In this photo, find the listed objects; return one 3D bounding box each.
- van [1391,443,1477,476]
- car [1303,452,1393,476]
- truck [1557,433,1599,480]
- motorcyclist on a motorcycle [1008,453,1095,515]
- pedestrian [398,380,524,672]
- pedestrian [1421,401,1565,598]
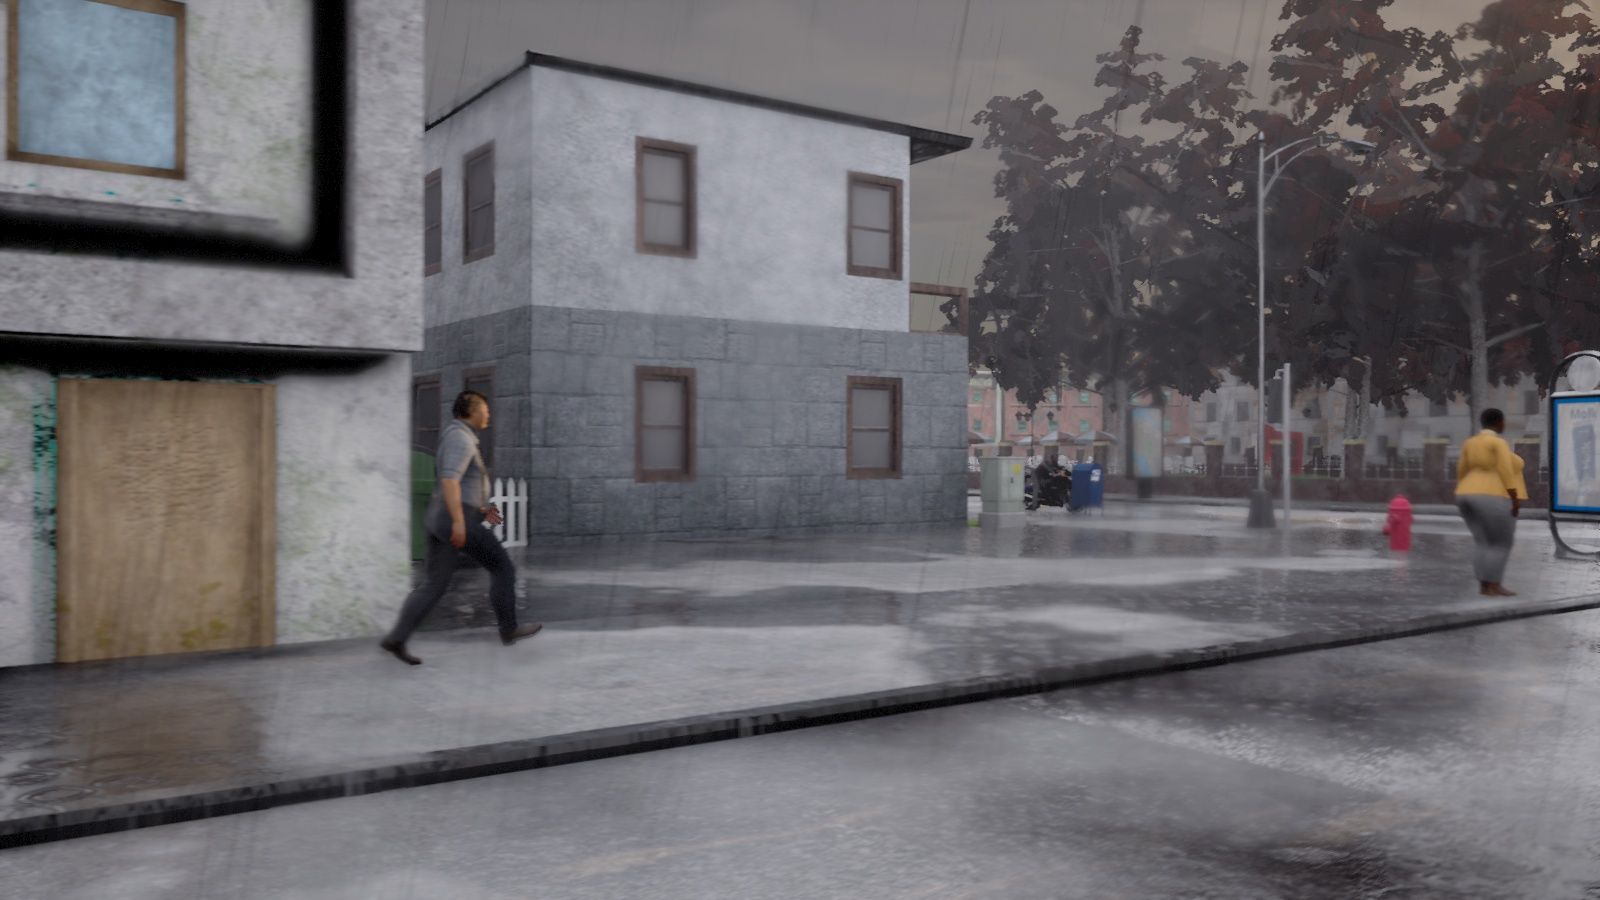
[{"bbox_3d":[39.428,0.603,78.164,1.775,1.987,4.442,0,0,-35],"label":"van"},{"bbox_3d":[34.256,0.867,78.584,1.837,1.490,4.892,0,0,-35],"label":"car"},{"bbox_3d":[43.130,0.325,65.894,2.627,2.467,5.204,0,0,-35],"label":"truck"},{"bbox_3d":[6.454,0.844,32.342,0.866,1.530,2.191,0,0,-35],"label":"motorcyclist on a motorcycle"},{"bbox_3d":[-2.257,0.480,8.343,0.694,1.848,0.540,0,0,-30],"label":"pedestrian"},{"bbox_3d":[6.758,0.470,12.288,0.900,1.855,0.874,0,0,-3],"label":"pedestrian"}]
